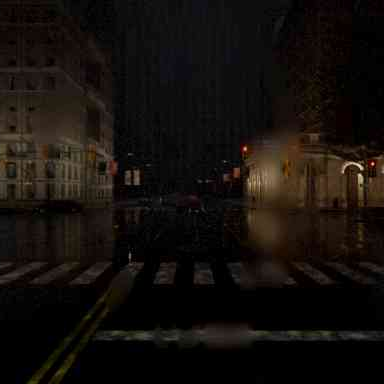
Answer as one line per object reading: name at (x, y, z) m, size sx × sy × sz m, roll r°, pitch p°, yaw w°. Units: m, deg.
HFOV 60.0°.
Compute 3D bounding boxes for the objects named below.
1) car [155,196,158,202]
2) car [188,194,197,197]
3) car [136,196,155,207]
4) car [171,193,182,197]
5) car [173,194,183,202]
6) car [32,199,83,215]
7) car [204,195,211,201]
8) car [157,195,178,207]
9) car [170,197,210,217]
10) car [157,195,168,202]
car at (-7.041, 1.506, 65.771) m, size 1.837 × 1.490 × 4.892 m, roll 0°, pitch 0°, yaw 1°
car at (0.117, 1.279, 78.577) m, size 2.097 × 1.767 × 4.553 m, roll 0°, pitch 0°, yaw 1°
car at (-7.131, 1.563, 50.045) m, size 1.994 × 1.385 × 4.181 m, roll 0°, pitch 0°, yaw 0°
car at (-3.492, 1.224, 68.389) m, size 2.150 × 2.045 × 5.566 m, roll 0°, pitch 0°, yaw 1°
car at (-3.381, 1.355, 78.859) m, size 2.097 × 1.767 × 4.553 m, roll 0°, pitch 0°, yaw 1°
car at (-13.774, 1.506, 34.262) m, size 4.892 × 1.490 × 1.837 m, roll 0°, pitch 2°, yaw -30°
car at (3.617, 1.464, 78.575) m, size 2.033 × 1.411 × 5.357 m, roll 0°, pitch 0°, yaw 1°
car at (-3.634, 1.547, 50.504) m, size 2.033 × 1.411 × 5.357 m, roll 0°, pitch 0°, yaw 0°
car at (-0.302, 1.504, 32.088) m, size 1.837 × 1.490 × 4.892 m, roll 0°, pitch 0°, yaw -19°
car at (-6.898, 1.539, 77.093) m, size 2.033 × 1.411 × 5.357 m, roll 0°, pitch 0°, yaw 1°
